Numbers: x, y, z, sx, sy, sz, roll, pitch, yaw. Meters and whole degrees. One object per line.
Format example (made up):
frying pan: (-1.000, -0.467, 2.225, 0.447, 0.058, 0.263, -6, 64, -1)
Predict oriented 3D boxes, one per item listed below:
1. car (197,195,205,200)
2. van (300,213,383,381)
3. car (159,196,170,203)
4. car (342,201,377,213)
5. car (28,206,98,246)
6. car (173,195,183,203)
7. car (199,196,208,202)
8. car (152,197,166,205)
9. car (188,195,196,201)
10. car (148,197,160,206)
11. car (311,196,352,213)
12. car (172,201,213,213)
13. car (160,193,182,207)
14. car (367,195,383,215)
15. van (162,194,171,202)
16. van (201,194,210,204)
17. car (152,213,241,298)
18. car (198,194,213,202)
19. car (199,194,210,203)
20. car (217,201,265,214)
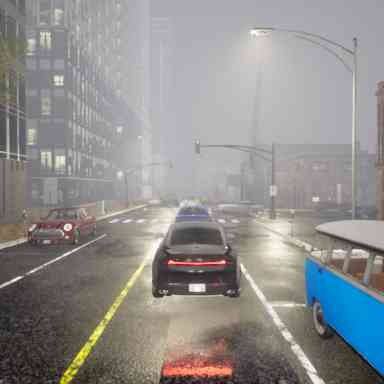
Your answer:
car: (2.562, 1.530, 92.498, 2.008, 1.369, 4.403, -1, 0, 0)
van: (2.669, 1.340, 4.013, 1.690, 1.788, 3.998, -1, 0, 0)
car: (-5.757, 1.549, 69.966, 1.947, 1.339, 4.313, -1, 0, 0)
car: (16.379, 1.793, 29.985, 4.313, 1.339, 1.947, 1, 0, 1)
car: (-5.723, 1.436, 15.086, 1.967, 1.590, 4.097, -1, 0, 0)
car: (-3.093, 1.507, 73.412, 2.128, 1.511, 4.902, 0, 0, 0)
car: (2.583, 1.564, 75.565, 1.802, 1.307, 4.206, -1, 0, 0)
car: (-5.743, 1.551, 58.677, 1.947, 1.339, 4.313, -1, 0, 0)
car: (-0.101, 1.480, 79.560, 1.837, 1.490, 4.892, 0, 0, 0)
car: (-5.907, 1.511, 52.863, 1.752, 1.417, 4.829, -1, 0, 0)
car: (16.477, 1.411, 38.362, 5.009, 1.841, 2.192, 1, 0, 1)
car: (0.068, 1.472, 17.982, 1.882, 1.535, 5.008, 0, 0, 0)
car: (-3.164, 1.208, 51.213, 2.150, 2.045, 5.566, 0, 0, 1)
car: (22.151, 1.411, 35.701, 5.566, 2.045, 2.150, 1, 1, 1)
van: (-5.768, 1.323, 75.610, 1.690, 1.788, 3.998, -1, 0, 0)
van: (2.594, 1.325, 64.278, 1.690, 1.788, 3.998, -1, 0, 0)
car: (0.087, 1.502, 8.495, 1.837, 1.490, 4.892, 0, 0, 0)
car: (2.602, 1.425, 58.633, 1.967, 1.590, 4.097, -1, 0, 0)
car: (2.586, 1.298, 69.921, 2.192, 1.841, 5.009, -1, 0, 0)
car: (5.072, 1.609, 34.919, 4.718, 1.301, 1.895, 1, 0, -15)
